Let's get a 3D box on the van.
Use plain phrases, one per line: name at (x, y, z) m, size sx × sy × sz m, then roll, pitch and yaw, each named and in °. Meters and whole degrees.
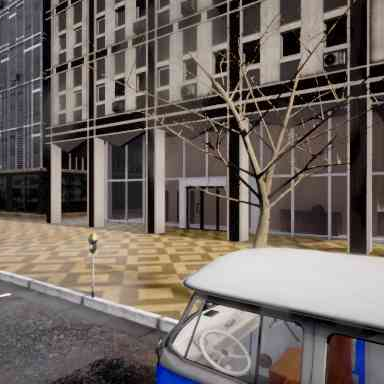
van at (1.560, 1.341, 1.758) m, size 3.998 × 1.788 × 1.690 m, roll 0°, pitch 0°, yaw 36°
